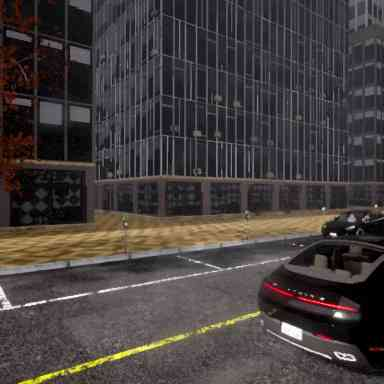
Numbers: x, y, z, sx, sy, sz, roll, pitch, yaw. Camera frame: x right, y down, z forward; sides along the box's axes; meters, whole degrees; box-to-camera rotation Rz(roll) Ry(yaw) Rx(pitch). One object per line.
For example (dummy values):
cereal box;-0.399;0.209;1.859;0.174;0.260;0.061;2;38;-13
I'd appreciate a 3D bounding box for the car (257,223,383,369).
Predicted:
car;3.228;1.505;5.616;4.892;1.490;1.837;0;0;-35

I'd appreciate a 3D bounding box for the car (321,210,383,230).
car;8.140;1.563;16.226;4.313;1.339;1.947;0;0;-36
